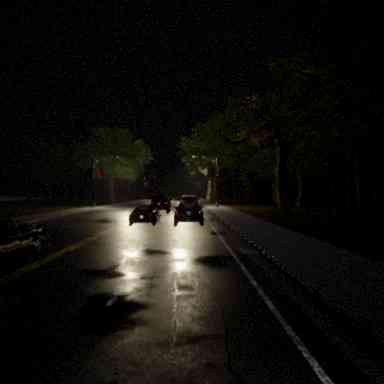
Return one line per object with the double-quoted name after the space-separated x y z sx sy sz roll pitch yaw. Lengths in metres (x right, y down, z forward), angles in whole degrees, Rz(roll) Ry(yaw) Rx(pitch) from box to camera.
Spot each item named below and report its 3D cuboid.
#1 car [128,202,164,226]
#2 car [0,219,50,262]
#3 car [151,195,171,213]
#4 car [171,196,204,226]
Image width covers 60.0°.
-3.475 1.678 24.817 1.994 1.385 4.181 0 0 0 "car"
-6.675 1.624 11.166 2.033 1.411 5.357 0 0 0 "car"
-3.611 1.393 38.949 2.150 2.045 5.566 0 0 0 "car"
-0.228 1.451 24.675 2.097 1.767 4.553 0 0 0 "car"
